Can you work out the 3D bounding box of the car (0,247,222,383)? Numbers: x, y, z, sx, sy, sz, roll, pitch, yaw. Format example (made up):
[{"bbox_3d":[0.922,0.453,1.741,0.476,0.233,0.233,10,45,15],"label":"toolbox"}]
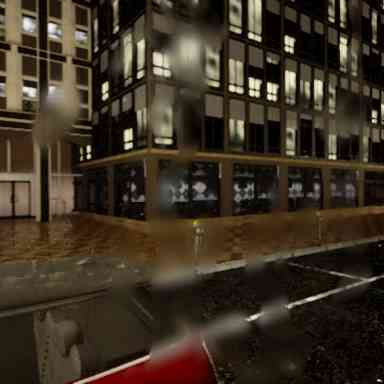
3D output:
[{"bbox_3d":[-1.981,1.356,1.952,4.553,1.767,2.097,-1,0,-35],"label":"car"}]
